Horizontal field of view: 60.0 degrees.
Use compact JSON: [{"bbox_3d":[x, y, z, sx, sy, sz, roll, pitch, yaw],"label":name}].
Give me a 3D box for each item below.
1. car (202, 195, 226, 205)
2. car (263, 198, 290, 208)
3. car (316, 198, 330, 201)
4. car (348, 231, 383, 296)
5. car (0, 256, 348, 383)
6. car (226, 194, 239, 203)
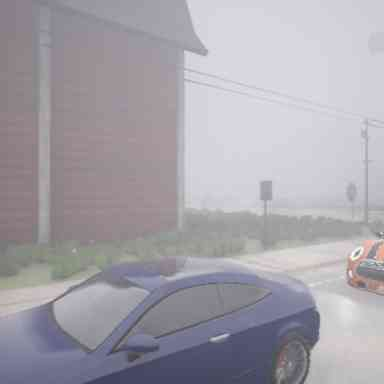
[{"bbox_3d":[3.330,1.423,56.512,3.866,1.878,1.905,0,0,-36],"label":"car"},{"bbox_3d":[11.747,1.618,45.965,4.193,1.474,1.816,0,0,-36],"label":"car"},{"bbox_3d":[21.427,1.673,54.522,3.905,1.438,1.784,0,0,-36],"label":"car"},{"bbox_3d":[5.701,1.381,7.935,4.553,1.767,2.097,0,0,-35],"label":"car"},{"bbox_3d":[-0.460,1.531,3.661,4.674,1.442,1.812,0,0,-35],"label":"car"},{"bbox_3d":[8.013,1.461,72.562,4.605,1.855,1.932,0,0,-36],"label":"car"}]
